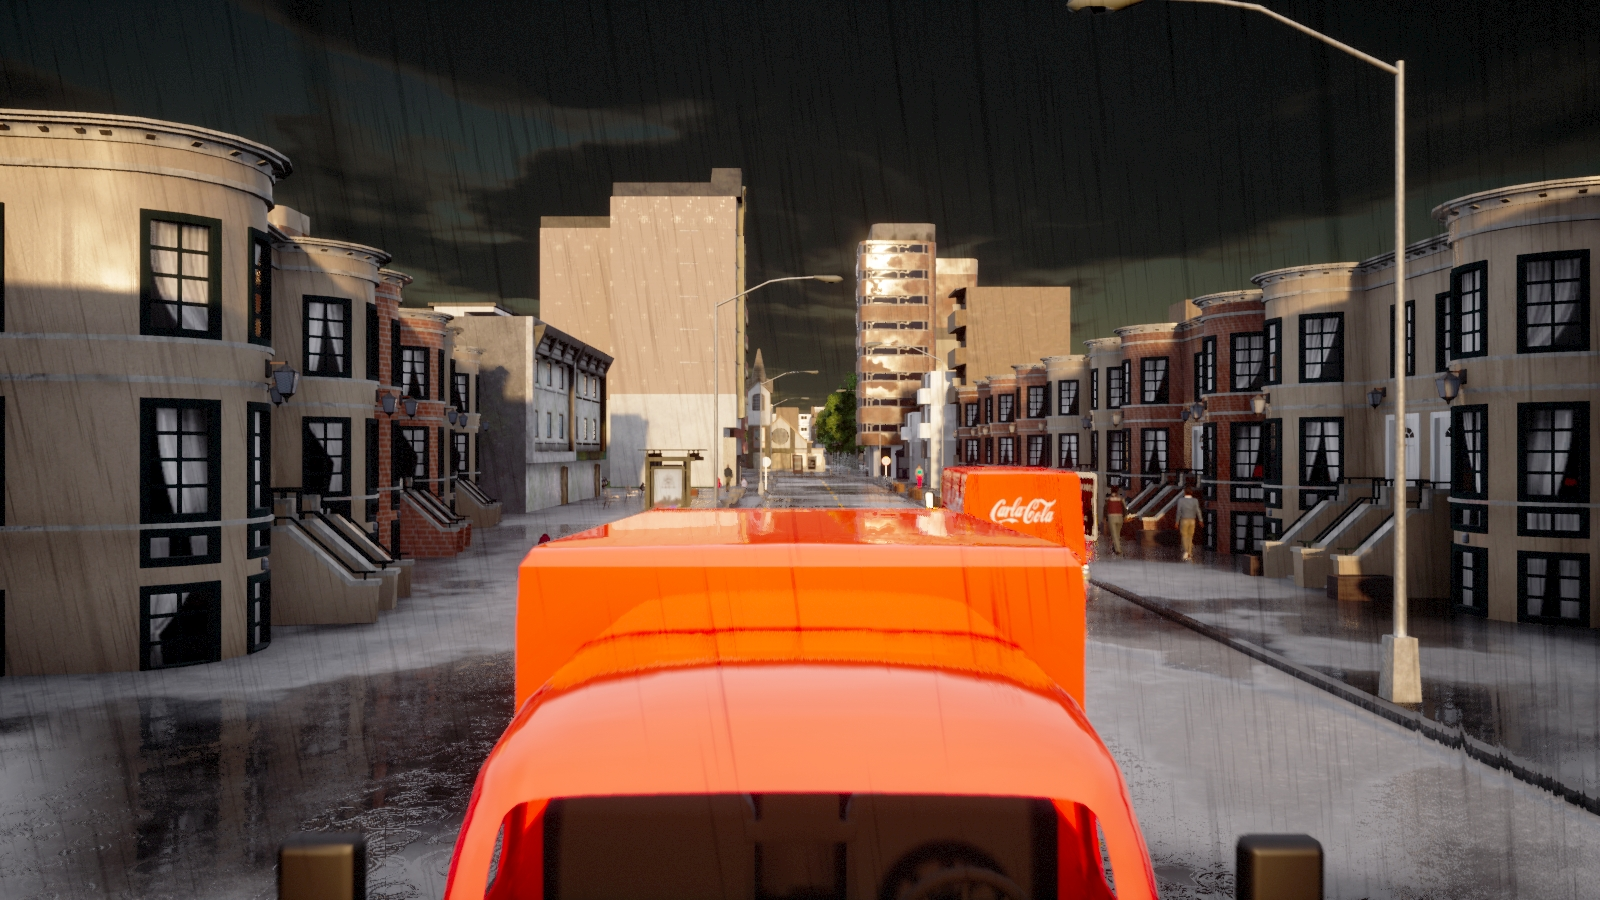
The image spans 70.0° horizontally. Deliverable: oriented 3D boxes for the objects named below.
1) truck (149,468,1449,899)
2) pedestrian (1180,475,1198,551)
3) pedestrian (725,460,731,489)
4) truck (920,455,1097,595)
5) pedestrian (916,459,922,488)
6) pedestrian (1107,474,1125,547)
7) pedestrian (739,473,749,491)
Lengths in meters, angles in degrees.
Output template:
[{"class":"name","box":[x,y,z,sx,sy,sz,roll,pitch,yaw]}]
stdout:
[{"class":"truck","box":[-0.001,1.350,4.911,2.627,2.467,5.204,0,0,0]},{"class":"pedestrian","box":[9.519,1.536,27.985,0.375,1.860,0.375,0,0,12]},{"class":"pedestrian","box":[-4.582,1.553,72.577,0.375,1.860,0.375,0,0,-3]},{"class":"truck","box":[4.002,1.360,23.049,2.627,2.467,5.204,0,0,0]},{"class":"pedestrian","box":[7.826,1.553,75.114,0.375,1.860,0.375,0,0,0]},{"class":"pedestrian","box":[8.065,1.536,29.137,0.375,1.860,0.375,0,0,5]},{"class":"pedestrian","box":[-3.382,1.933,68.848,0.500,1.100,0.500,0,0,5]}]
